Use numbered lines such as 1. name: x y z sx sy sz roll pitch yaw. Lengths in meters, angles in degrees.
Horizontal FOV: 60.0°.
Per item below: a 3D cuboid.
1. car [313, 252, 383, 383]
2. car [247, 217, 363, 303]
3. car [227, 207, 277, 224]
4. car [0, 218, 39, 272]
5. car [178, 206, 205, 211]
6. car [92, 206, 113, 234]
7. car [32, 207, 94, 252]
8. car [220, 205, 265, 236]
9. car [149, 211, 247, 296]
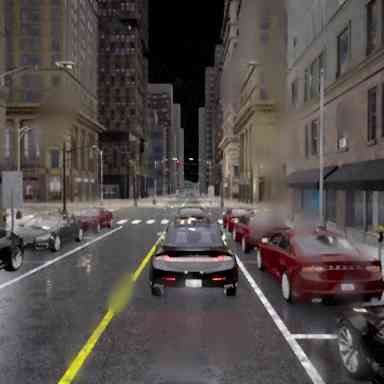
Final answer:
1. car: 2.752 1.564 2.590 1.947 1.339 4.313 -1 0 0
2. car: 2.748 1.540 8.095 1.887 1.381 4.507 -1 0 0
3. car: 2.744 1.536 13.600 1.887 1.381 4.507 -1 0 0
4. car: -5.777 1.561 8.089 1.947 1.339 4.313 -1 0 0
5. car: -0.010 1.494 17.727 1.837 1.490 4.892 0 0 0
6. car: -5.785 1.533 19.100 1.887 1.381 4.507 -1 0 0
7. car: -5.781 1.542 13.594 2.008 1.369 4.403 -1 0 0
8. car: 2.740 1.533 19.106 1.887 1.381 4.507 -1 0 0
9. car: 0.048 1.486 8.622 2.128 1.511 4.902 0 0 0
